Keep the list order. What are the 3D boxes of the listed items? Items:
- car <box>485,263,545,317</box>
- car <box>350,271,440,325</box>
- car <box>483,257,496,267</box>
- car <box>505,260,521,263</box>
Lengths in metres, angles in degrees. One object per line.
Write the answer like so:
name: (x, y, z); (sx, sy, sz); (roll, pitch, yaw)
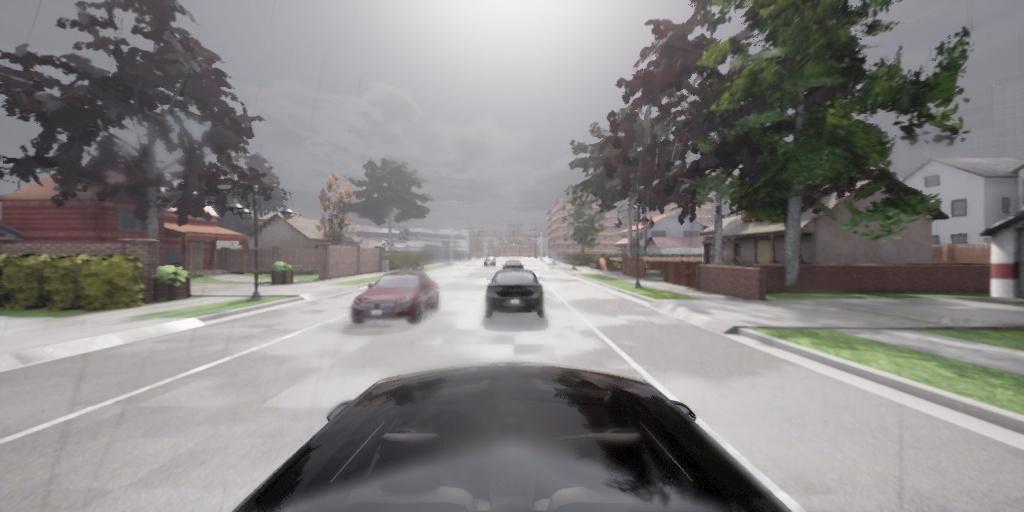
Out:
car: (0.099, 1.191, 12.982); (1.882, 1.535, 5.008); (0, 0, 0)
car: (-3.599, 1.244, 11.874); (1.812, 1.442, 4.674); (0, 0, 0)
car: (-3.503, 0.935, 57.246); (2.128, 1.511, 4.902); (0, 0, 0)
car: (0.098, 1.106, 31.617); (1.837, 1.490, 4.892); (0, 0, 0)
